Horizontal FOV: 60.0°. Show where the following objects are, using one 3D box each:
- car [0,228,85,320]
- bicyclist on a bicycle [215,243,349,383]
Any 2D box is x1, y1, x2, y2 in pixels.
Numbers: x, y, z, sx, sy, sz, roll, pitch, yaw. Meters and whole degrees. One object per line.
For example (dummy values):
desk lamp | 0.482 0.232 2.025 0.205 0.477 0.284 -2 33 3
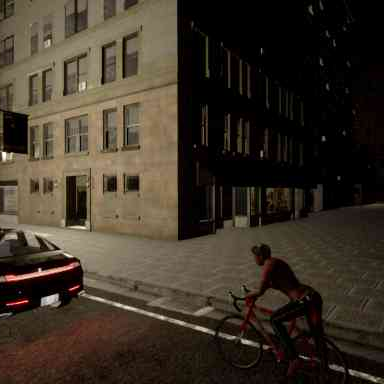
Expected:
car | -4.207 1.493 6.689 4.902 1.511 2.128 0 0 36
bicyclist on a bicycle | 0.977 1.453 3.967 1.656 1.620 0.582 0 0 36
